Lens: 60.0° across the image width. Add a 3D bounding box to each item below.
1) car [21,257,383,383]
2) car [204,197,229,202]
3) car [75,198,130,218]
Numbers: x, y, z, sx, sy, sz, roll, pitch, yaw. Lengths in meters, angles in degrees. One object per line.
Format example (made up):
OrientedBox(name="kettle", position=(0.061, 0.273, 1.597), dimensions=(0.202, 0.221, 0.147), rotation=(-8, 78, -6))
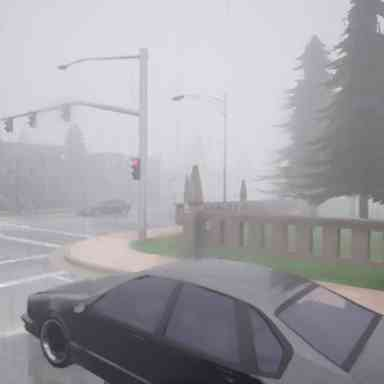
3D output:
OrientedBox(name="car", position=(0.107, 1.528, 3.843), dimensions=(5.357, 1.411, 2.033), rotation=(1, 0, 39))
OrientedBox(name="car", position=(3.083, 1.326, 41.976), dimensions=(1.812, 1.442, 4.674), rotation=(1, 0, 36))
OrientedBox(name="car", position=(-7.290, 1.293, 27.584), dimensions=(1.837, 1.490, 4.892), rotation=(1, 1, 35))
